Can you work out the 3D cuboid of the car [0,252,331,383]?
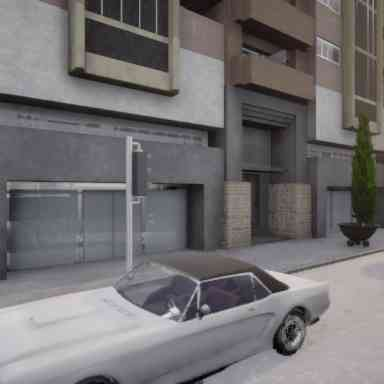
[{"bbox_3d":[-0.224,1.601,4.468,4.718,1.301,1.895,0,0,-37],"label":"car"}]
